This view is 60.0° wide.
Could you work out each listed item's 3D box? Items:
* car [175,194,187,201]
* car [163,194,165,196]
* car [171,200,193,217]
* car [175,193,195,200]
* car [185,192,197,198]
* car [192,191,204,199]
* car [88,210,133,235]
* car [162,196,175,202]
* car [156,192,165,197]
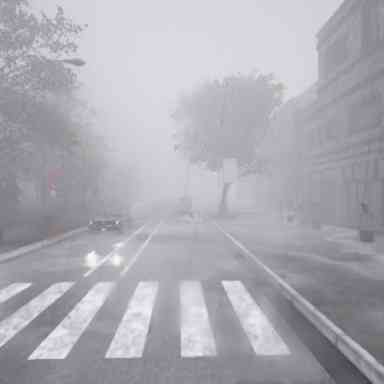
[{"bbox_3d":[-2.565,1.358,78.630,2.002,1.452,4.674,-1,2,10],"label":"car"},{"bbox_3d":[-3.996,1.694,68.198,2.097,1.535,5.008,1,3,8],"label":"car"},{"bbox_3d":[-0.823,1.817,34.196,2.033,1.411,5.357,0,0,-2],"label":"car"},{"bbox_3d":[-1.007,1.645,53.237,2.150,2.045,5.566,0,0,1],"label":"car"},{"bbox_3d":[-0.182,0.840,90.321,2.231,1.521,4.892,0,3,15],"label":"car"},{"bbox_3d":[1.812,1.005,82.852,1.812,1.442,4.674,0,2,12],"label":"car"},{"bbox_3d":[-4.846,1.760,20.299,1.895,1.301,4.718,0,0,-1],"label":"car"},{"bbox_3d":[-4.330,1.979,62.070,2.002,1.452,4.674,-2,2,2],"label":"car"},{"bbox_3d":[-8.501,0.636,89.643,2.128,1.511,4.902,0,2,7],"label":"car"}]
